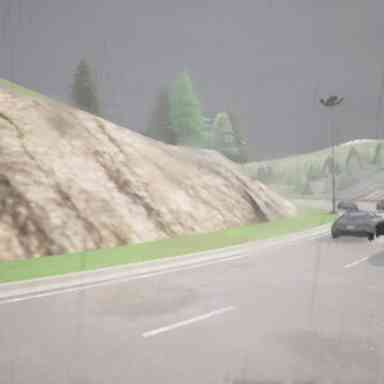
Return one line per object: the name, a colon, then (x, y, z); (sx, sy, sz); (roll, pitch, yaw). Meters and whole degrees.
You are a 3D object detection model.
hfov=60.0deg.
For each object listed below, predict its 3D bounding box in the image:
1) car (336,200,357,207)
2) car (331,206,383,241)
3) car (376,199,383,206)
car: (20.812, 1.744, 44.760); (1.994, 1.385, 4.181); (-1, -1, 13)
car: (8.711, 1.626, 17.254); (1.994, 1.385, 4.181); (-1, -1, 38)
car: (22.908, 1.566, 38.702); (2.128, 1.511, 4.902); (-1, -1, 14)
